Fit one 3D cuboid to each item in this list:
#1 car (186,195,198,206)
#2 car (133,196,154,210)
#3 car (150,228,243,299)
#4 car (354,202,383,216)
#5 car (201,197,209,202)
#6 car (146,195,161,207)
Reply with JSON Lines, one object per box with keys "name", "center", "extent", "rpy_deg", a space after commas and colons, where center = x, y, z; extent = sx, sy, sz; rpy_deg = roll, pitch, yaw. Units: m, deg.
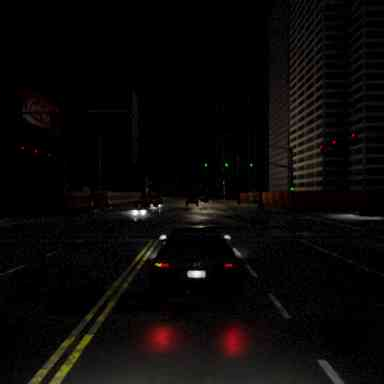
{"name": "car", "center": [0.014, 1.551, 62.705], "extent": [2.150, 2.045, 5.566], "rpy_deg": [0, 0, 0]}
{"name": "car", "center": [-7.163, 1.743, 47.778], "extent": [2.128, 1.511, 4.902], "rpy_deg": [0, 0, 0]}
{"name": "car", "center": [0.087, 1.610, 8.605], "extent": [1.994, 1.385, 4.181], "rpy_deg": [0, 0, 0]}
{"name": "car", "center": [19.662, 1.727, 34.156], "extent": [5.357, 1.411, 2.033], "rpy_deg": [0, 0, 0]}
{"name": "car", "center": [3.360, 1.984, 87.224], "extent": [2.128, 1.511, 4.902], "rpy_deg": [0, 0, 0]}
{"name": "car", "center": [-7.168, 1.525, 57.732], "extent": [2.150, 2.045, 5.566], "rpy_deg": [0, 0, 0]}
